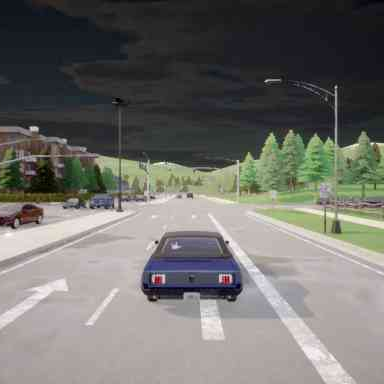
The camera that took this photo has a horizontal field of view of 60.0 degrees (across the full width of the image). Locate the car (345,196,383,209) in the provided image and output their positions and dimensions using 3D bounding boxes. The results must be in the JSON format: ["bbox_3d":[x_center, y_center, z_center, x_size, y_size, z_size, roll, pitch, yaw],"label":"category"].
[{"bbox_3d":[23.847,1.352,44.960,4.553,1.767,2.097,0,0,0],"label":"car"}]

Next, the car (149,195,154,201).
[{"bbox_3d":[-11.816,1.540,85.829,2.033,1.411,5.357,0,0,-1],"label":"car"}]

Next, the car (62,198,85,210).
[{"bbox_3d":[-15.078,1.525,42.820,1.812,1.442,4.674,0,0,0],"label":"car"}]

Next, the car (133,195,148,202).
[{"bbox_3d":[-11.670,1.478,76.125,1.882,1.535,5.008,0,0,-1],"label":"car"}]

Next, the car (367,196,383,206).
[{"bbox_3d":[32.138,1.491,55.495,4.902,1.511,2.128,0,0,0],"label":"car"}]

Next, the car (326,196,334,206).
[{"bbox_3d":[24.139,1.491,51.960,4.902,1.511,2.128,0,0,0],"label":"car"}]

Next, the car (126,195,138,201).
[{"bbox_3d":[-15.310,1.525,85.364,2.128,1.511,4.902,0,0,-1],"label":"car"}]

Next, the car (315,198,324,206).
[{"bbox_3d":[23.020,1.491,55.449,4.902,1.511,2.128,0,0,0],"label":"car"}]

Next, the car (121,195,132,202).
[{"bbox_3d":[-15.167,1.478,75.888,1.882,1.535,5.008,0,0,-1],"label":"car"}]

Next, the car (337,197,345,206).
[{"bbox_3d":[23.931,1.601,48.460,4.718,1.301,1.895,0,0,0],"label":"car"}]

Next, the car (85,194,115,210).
[{"bbox_3d":[-11.591,1.221,43.162,2.150,2.045,5.566,0,0,0],"label":"car"}]

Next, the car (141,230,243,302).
[{"bbox_3d":[0.001,1.601,8.240,1.895,1.301,4.718,0,0,0],"label":"car"}]

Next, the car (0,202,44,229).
[{"bbox_3d":[-11.553,1.478,21.800,1.882,1.535,5.008,0,0,0],"label":"car"}]
